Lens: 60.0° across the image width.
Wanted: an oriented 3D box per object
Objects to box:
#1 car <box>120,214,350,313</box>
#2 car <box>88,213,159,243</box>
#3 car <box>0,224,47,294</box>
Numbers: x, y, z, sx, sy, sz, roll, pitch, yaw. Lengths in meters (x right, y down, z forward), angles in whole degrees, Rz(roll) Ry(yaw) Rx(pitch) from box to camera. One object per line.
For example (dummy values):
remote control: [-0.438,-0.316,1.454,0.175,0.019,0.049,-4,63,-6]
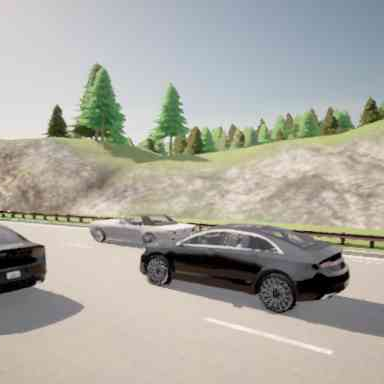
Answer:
car: [0.919,1.469,7.626,4.902,1.511,2.128,1,0,35]
car: [-2.213,1.534,14.038,4.718,1.301,1.895,1,0,34]
car: [-5.472,1.416,7.784,5.008,1.535,1.882,1,0,34]
